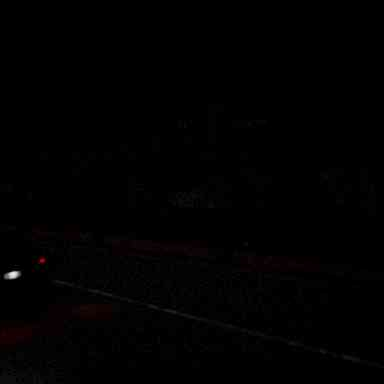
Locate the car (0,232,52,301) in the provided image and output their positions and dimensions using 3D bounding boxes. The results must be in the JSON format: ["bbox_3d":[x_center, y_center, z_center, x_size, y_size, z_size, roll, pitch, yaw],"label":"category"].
[{"bbox_3d":[-5.118,1.596,7.639,4.181,1.385,1.994,0,0,35],"label":"car"}]
